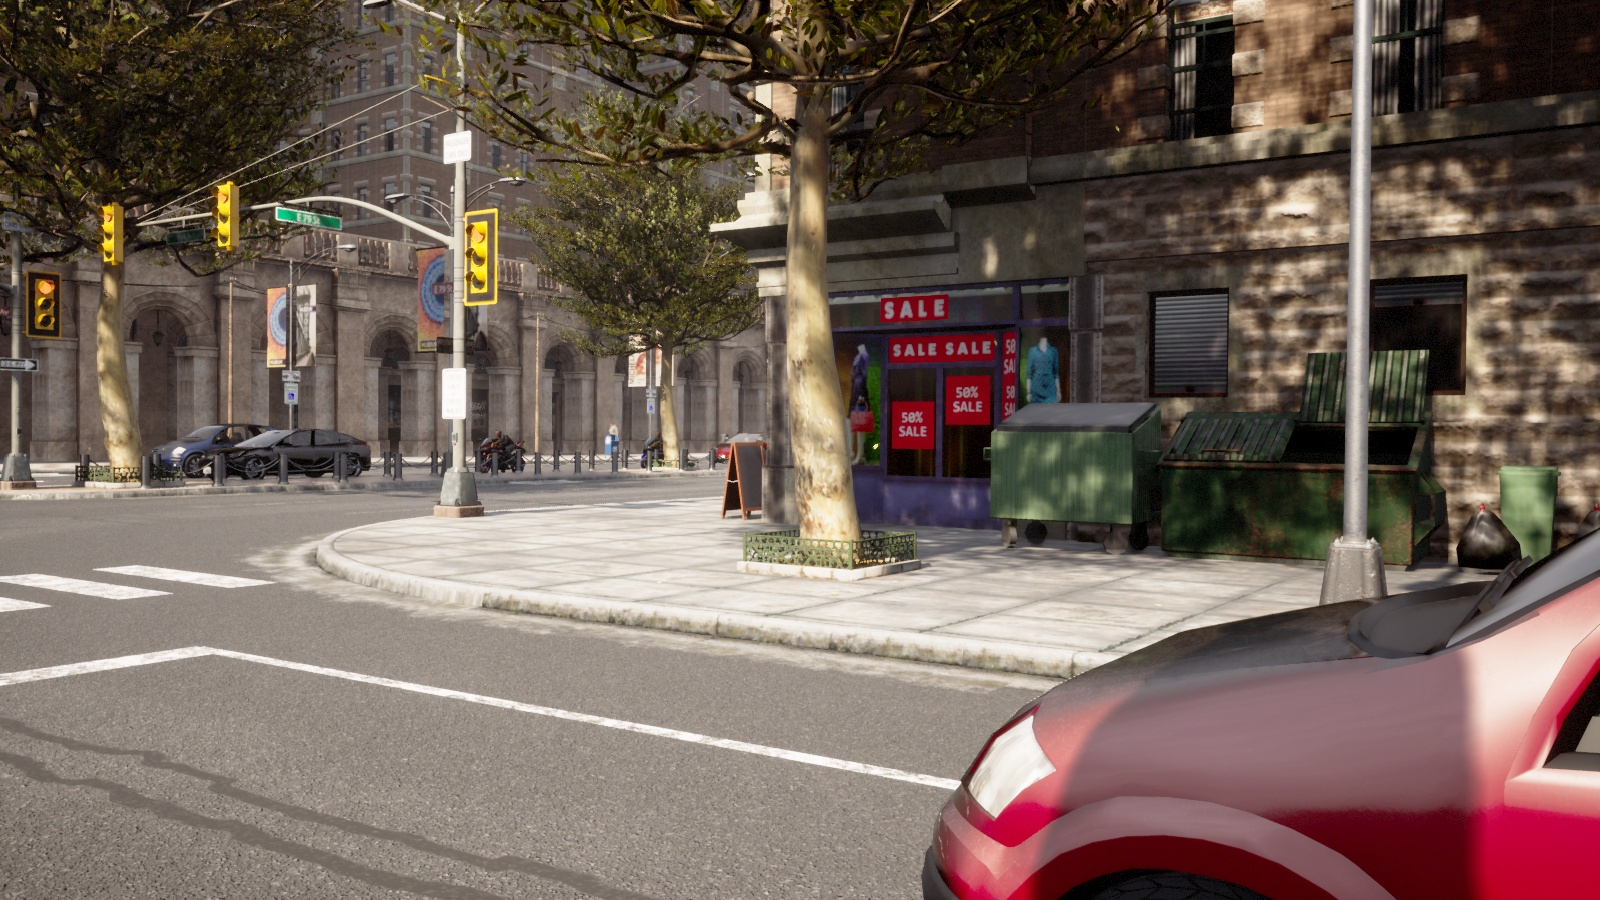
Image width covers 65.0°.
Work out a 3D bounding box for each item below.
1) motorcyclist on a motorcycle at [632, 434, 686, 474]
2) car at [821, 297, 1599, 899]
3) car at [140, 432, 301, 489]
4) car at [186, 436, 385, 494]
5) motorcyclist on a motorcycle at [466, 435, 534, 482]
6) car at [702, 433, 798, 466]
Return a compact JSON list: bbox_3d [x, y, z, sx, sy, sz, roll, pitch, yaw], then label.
[{"bbox_3d":[-5.495,0.145,49.164,0.866,1.530,2.191,0,1,34],"label":"motorcyclist on a motorcycle"},{"bbox_3d":[2.221,0.580,2.146,3.988,1.617,1.851,0,1,34],"label":"car"},{"bbox_3d":[-17.354,0.271,37.773,1.851,1.617,3.988,0,1,35],"label":"car"},{"bbox_3d":[-14.508,0.375,35.676,2.163,1.488,4.792,0,1,35],"label":"car"},{"bbox_3d":[-10.093,0.280,42.330,0.866,1.530,2.191,0,1,34],"label":"motorcyclist on a motorcycle"},{"bbox_3d":[-2.340,-0.069,60.126,2.163,1.488,4.792,0,1,34],"label":"car"}]
